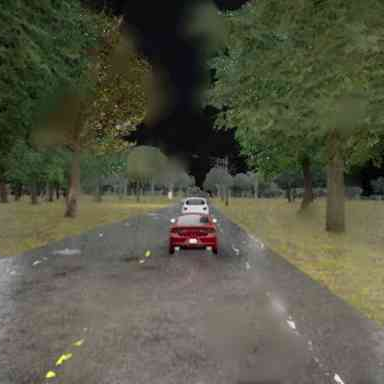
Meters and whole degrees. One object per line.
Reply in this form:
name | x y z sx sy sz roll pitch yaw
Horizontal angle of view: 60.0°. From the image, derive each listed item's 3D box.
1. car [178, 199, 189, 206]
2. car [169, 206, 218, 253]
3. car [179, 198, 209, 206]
car | -1.727 2.290 71.846 2.033 1.411 5.357 0 -1 2
car | 0.076 1.619 14.443 1.882 1.535 5.008 0 0 1
car | 0.310 1.507 28.978 2.150 2.045 5.566 0 0 1
